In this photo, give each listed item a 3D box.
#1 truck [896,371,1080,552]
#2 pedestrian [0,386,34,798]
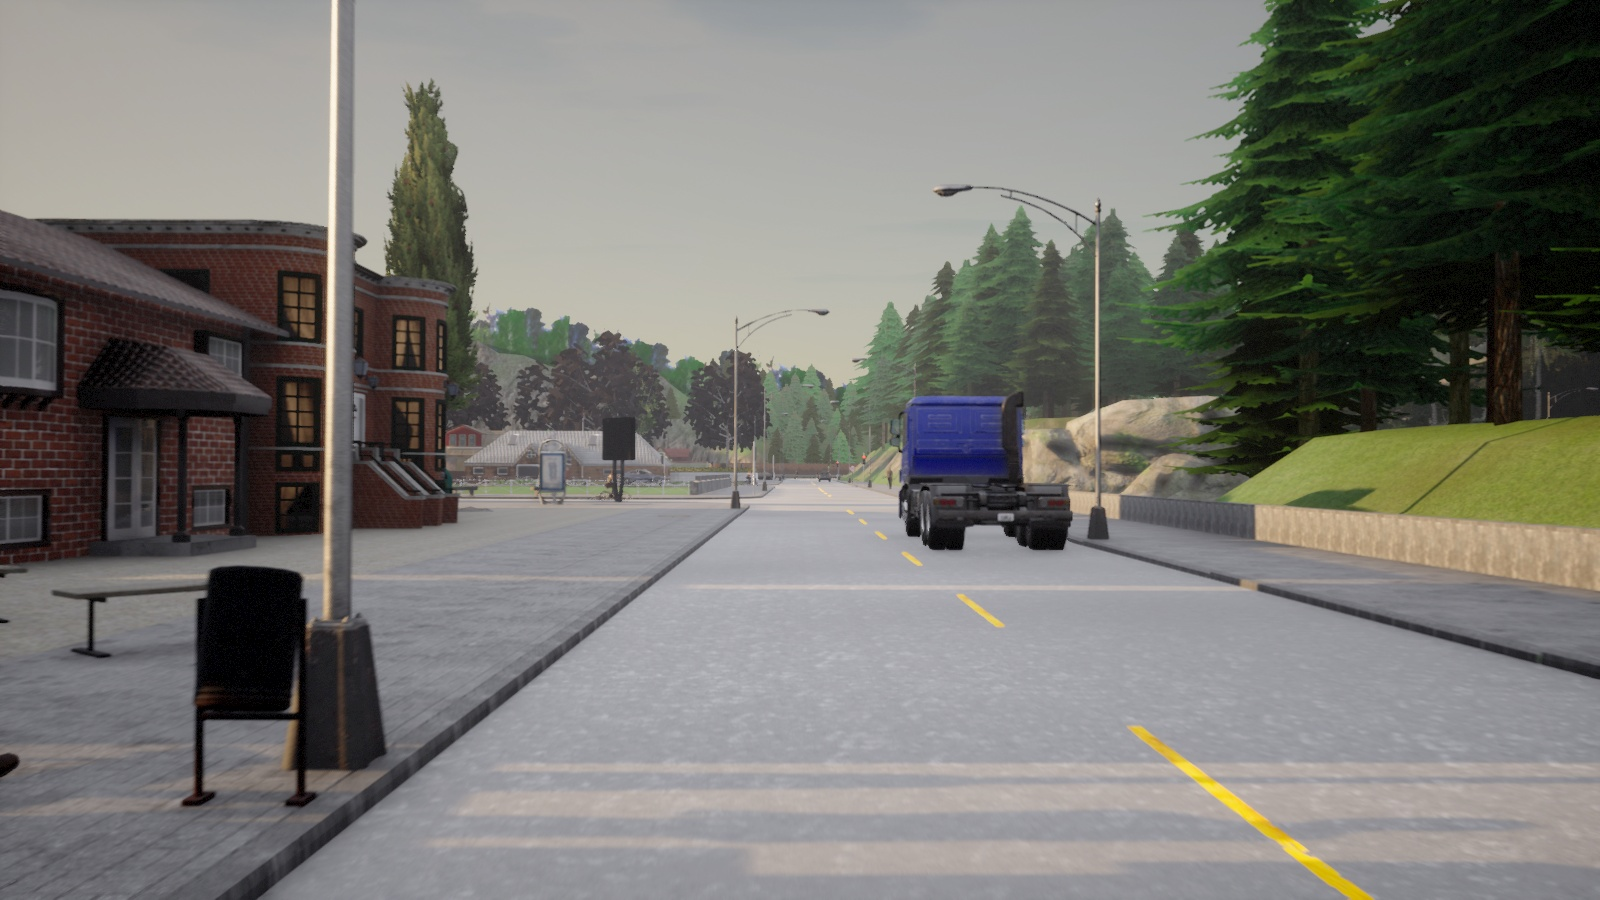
[{"bbox_3d":[3.932,0.288,28.145,2.891,3.462,7.936,0,-1,0],"label":"truck"},{"bbox_3d":[-3.826,0.632,5.489,0.370,1.835,0.726,-1,-1,24],"label":"pedestrian"}]
